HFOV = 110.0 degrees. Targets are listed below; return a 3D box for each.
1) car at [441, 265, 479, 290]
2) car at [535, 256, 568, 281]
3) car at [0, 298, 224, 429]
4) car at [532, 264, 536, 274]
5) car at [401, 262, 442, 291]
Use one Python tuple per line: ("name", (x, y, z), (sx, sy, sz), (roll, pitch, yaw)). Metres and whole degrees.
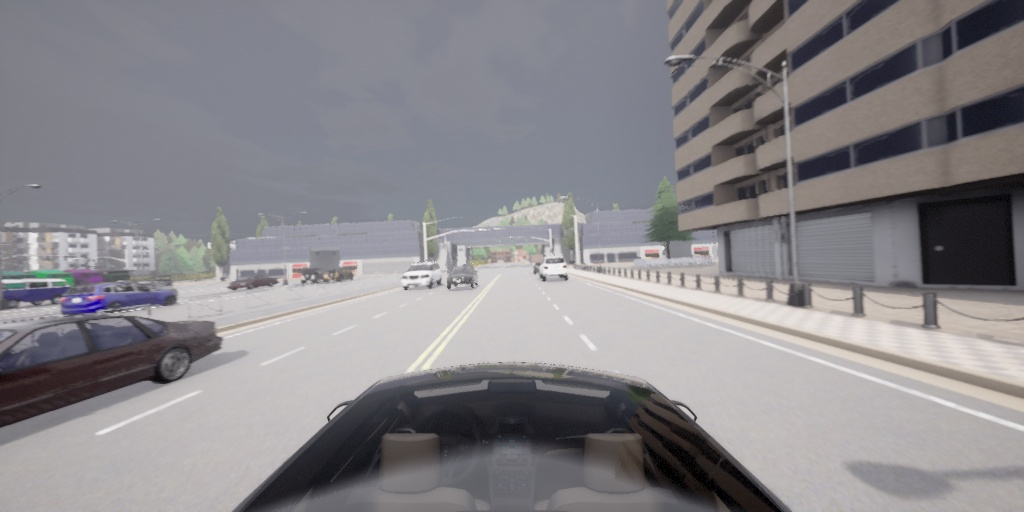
("car", (-3.495, 1.427, 25.797), (1.837, 1.490, 4.892), (-3, 0, 0))
("car", (3.558, 1.059, 31.626), (2.150, 2.045, 5.566), (-3, 0, 1))
("car", (-7.151, 1.665, 5.318), (2.033, 1.411, 5.357), (-3, 0, 0))
("car", (3.613, 1.445, 45.544), (2.128, 1.511, 4.902), (-3, -1, 1))
("car", (-7.059, 1.537, 28.641), (2.150, 2.045, 5.566), (-3, -1, 1))
